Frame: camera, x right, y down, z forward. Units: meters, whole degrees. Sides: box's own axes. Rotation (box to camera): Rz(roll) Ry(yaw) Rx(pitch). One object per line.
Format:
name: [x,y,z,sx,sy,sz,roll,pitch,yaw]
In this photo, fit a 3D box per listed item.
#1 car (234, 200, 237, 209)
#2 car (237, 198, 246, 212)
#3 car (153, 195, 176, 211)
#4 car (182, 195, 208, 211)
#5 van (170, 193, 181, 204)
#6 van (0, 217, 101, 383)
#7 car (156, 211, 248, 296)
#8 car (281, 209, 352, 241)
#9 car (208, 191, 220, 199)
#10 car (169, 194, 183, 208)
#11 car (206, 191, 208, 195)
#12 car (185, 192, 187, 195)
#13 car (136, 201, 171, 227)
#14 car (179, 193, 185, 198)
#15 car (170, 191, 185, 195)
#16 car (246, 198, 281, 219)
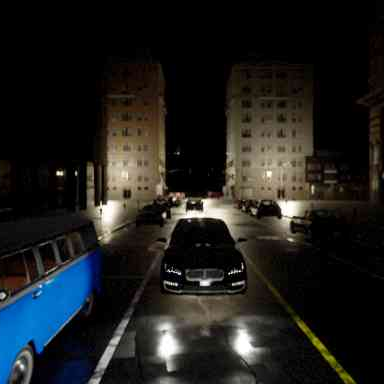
car: [5.918,1.354,38.452,1.887,1.381,4.507,0,0,0]
car: [5.934,1.422,32.813,1.802,1.307,4.206,0,0,0]
car: [-2.576,1.311,27.173,1.967,1.590,4.097,0,0,0]
car: [0.263,1.325,34.036,2.128,1.511,4.902,0,0,0]
van: [-2.655,1.056,55.373,1.690,1.788,3.998,0,0,0]
van: [-2.513,1.322,4.613,1.690,1.788,3.998,0,0,0]
car: [0.236,1.468,8.744,1.837,1.490,4.892,0,0,0]
car: [5.982,1.481,15.895,2.008,1.369,4.403,0,0,0]
car: [5.797,0.823,82.384,2.192,1.841,5.009,0,0,0]
car: [-2.623,1.344,44.093,1.947,1.339,4.313,0,0,0]
car: [5.765,0.962,93.698,1.887,1.381,4.507,0,0,0]
car: [-2.729,1.034,82.219,1.752,1.417,4.829,0,0,0]
car: [-2.560,1.482,21.533,1.802,1.307,4.206,0,0,0]
car: [-2.760,0.943,93.528,1.752,1.417,4.829,0,0,0]
car: [-2.639,1.063,49.731,2.192,1.841,5.009,0,0,0]
car: [5.950,1.311,27.172,1.967,1.590,4.097,0,0,0]
